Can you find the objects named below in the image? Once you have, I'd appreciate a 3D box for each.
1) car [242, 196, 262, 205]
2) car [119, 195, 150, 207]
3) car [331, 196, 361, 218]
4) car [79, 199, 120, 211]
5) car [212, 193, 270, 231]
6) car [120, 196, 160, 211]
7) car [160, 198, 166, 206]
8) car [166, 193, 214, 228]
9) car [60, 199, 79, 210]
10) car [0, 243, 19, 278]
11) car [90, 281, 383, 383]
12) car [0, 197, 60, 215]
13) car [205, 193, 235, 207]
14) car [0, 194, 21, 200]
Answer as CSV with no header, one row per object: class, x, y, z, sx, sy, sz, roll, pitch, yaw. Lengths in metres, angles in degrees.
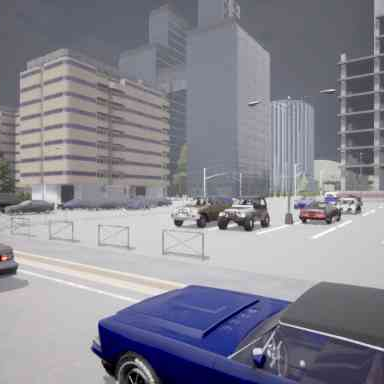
car,11.211,1.505,61.545,1.837,1.490,4.892,0,0,34
car,-8.792,1.352,50.873,2.097,1.767,4.553,0,0,35
car,15.119,1.395,32.174,1.970,1.475,3.806,0,0,34
car,-10.901,1.547,41.502,2.033,1.411,5.357,0,0,34
car,3.094,1.156,19.219,1.905,1.878,3.866,0,0,34
car,-6.398,1.564,41.581,1.994,1.385,4.181,0,0,34
car,-5.109,1.547,50.118,2.033,1.411,5.357,0,0,34
car,0.727,1.153,20.885,1.932,1.855,4.605,0,0,34
car,-14.469,1.547,42.477,2.033,1.411,5.357,0,0,34
car,-6.640,1.547,8.646,5.357,1.411,2.033,0,0,35
car,1.205,1.601,3.130,4.718,1.301,1.895,0,0,35
car,-16.232,1.526,33.530,1.812,1.442,4.674,0,0,34
car,4.438,1.219,51.452,2.150,2.045,5.566,0,0,34
car,-20.179,1.222,33.968,2.150,2.045,5.566,0,0,34
